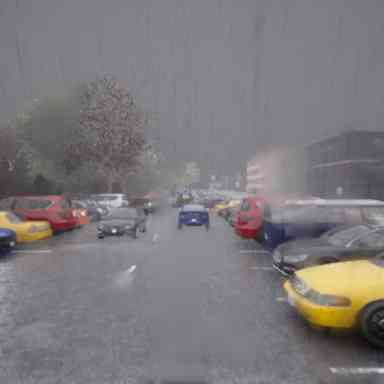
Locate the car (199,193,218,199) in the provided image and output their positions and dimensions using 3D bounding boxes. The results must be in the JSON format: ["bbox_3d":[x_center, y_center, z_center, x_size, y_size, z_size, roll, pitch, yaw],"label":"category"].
[{"bbox_3d":[4.467,1.033,90.582,5.008,1.535,2.097,0,1,0],"label":"car"}]

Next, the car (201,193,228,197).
[{"bbox_3d":[4.334,1.275,56.653,4.792,1.488,2.163,0,0,0],"label":"car"}]

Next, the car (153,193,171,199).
[{"bbox_3d":[-8.142,1.064,90.565,4.792,1.488,2.163,0,1,0],"label":"car"}]

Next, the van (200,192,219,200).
[{"bbox_3d":[4.320,0.949,81.964,4.442,1.987,1.878,0,0,0],"label":"van"}]

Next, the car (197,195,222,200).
[{"bbox_3d":[1.398,1.496,40.703,2.033,1.411,5.357,0,1,27],"label":"car"}]

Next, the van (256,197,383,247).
[{"bbox_3d":[4.660,1.249,11.194,4.442,1.987,1.878,0,0,0],"label":"van"}]

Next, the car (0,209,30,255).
[{"bbox_3d":[-8.542,1.475,11.189,5.008,1.535,2.097,0,0,0],"label":"car"}]

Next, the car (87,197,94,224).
[{"bbox_3d":[-8.504,1.344,19.542,4.553,1.767,2.185,0,0,0],"label":"car"}]

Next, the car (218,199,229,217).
[{"bbox_3d":[4.543,1.505,25.110,4.674,1.452,2.002,0,0,0],"label":"car"}]

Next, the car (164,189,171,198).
[{"bbox_3d":[-8.120,0.935,79.123,5.566,2.045,2.435,0,0,0],"label":"car"}]

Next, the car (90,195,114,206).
[{"bbox_3d":[-8.565,1.339,24.988,4.553,1.767,2.185,0,0,0],"label":"car"}]

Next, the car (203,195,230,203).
[{"bbox_3d":[4.369,1.278,59.479,4.674,1.452,2.002,0,0,0],"label":"car"}]

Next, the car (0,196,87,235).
[{"bbox_3d":[-8.564,1.220,16.633,5.566,2.045,2.435,0,0,0],"label":"car"}]

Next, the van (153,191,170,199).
[{"bbox_3d":[-8.001,0.866,87.734,4.442,1.987,1.878,0,1,0],"label":"van"}]

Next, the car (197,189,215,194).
[{"bbox_3d":[4.440,0.950,73.607,5.566,2.045,2.435,0,0,0],"label":"car"}]

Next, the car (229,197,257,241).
[{"bbox_3d":[4.572,1.222,13.977,5.566,2.045,2.435,0,0,0],"label":"car"}]

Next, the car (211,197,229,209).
[{"bbox_3d":[4.733,1.457,30.677,5.366,1.575,1.946,0,0,0],"label":"car"}]

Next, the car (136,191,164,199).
[{"bbox_3d":[-8.169,1.105,62.306,4.553,1.767,2.185,0,0,0],"label":"car"}]

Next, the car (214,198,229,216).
[{"bbox_3d":[4.518,1.492,27.894,4.792,1.488,2.163,0,0,0],"label":"car"}]

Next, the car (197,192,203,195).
[{"bbox_3d":[4.202,1.220,65.131,5.366,1.575,1.946,0,0,0],"label":"car"}]

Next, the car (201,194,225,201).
[{"bbox_3d":[4.399,1.208,70.782,5.008,1.535,2.097,0,0,0],"label":"car"}]

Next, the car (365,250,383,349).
[{"bbox_3d":[4.535,1.480,2.845,4.892,1.521,2.231,0,0,0],"label":"car"}]

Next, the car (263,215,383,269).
[{"bbox_3d":[4.549,1.478,8.411,4.892,1.521,2.231,0,0,0],"label":"car"}]

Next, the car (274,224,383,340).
[{"bbox_3d":[4.356,1.475,5.628,5.366,1.575,1.946,0,0,0],"label":"car"}]

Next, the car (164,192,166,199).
[{"bbox_3d":[-8.187,1.223,65.005,5.008,1.535,2.097,0,0,0],"label":"car"}]

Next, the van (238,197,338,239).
[{"bbox_3d":[4.660,1.245,16.636,4.442,1.987,1.878,0,0,0],"label":"van"}]

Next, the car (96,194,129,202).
[{"bbox_3d":[-8.501,1.333,33.468,4.553,1.767,2.185,0,0,0],"label":"car"}]

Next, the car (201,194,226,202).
[{"bbox_3d":[4.401,1.216,67.957,5.008,1.535,2.097,0,0,0],"label":"car"}]

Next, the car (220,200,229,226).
[{"bbox_3d":[4.575,1.496,22.327,4.792,1.488,2.163,0,0,0],"label":"car"}]

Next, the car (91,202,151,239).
[{"bbox_3d":[-3.496,1.507,17.322,1.837,1.490,4.892,0,0,0],"label":"car"}]

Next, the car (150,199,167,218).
[{"bbox_3d":[-3.540,1.582,30.128,1.895,1.301,4.718,0,0,1],"label":"car"}]

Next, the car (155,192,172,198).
[{"bbox_3d":[-8.070,0.854,93.259,4.553,1.767,2.185,0,1,0],"label":"car"}]

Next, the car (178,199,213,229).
[{"bbox_3d":[0.107,1.465,21.671,1.882,1.535,5.008,0,0,0],"label":"car"}]

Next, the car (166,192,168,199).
[{"bbox_3d":[-8.180,1.209,70.777,4.892,1.521,2.231,0,0,0],"label":"car"}]

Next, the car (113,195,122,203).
[{"bbox_3d":[-8.564,1.337,27.772,4.553,1.767,2.185,0,0,0],"label":"car"}]

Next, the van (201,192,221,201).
[{"bbox_3d":[4.304,0.968,76.433,4.442,1.987,1.878,0,0,0],"label":"van"}]

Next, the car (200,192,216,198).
[{"bbox_3d":[4.438,0.850,93.405,4.553,1.767,2.185,0,1,0],"label":"car"}]

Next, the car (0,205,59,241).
[{"bbox_3d":[-8.722,1.470,13.848,5.366,1.575,1.946,0,0,0],"label":"car"}]
